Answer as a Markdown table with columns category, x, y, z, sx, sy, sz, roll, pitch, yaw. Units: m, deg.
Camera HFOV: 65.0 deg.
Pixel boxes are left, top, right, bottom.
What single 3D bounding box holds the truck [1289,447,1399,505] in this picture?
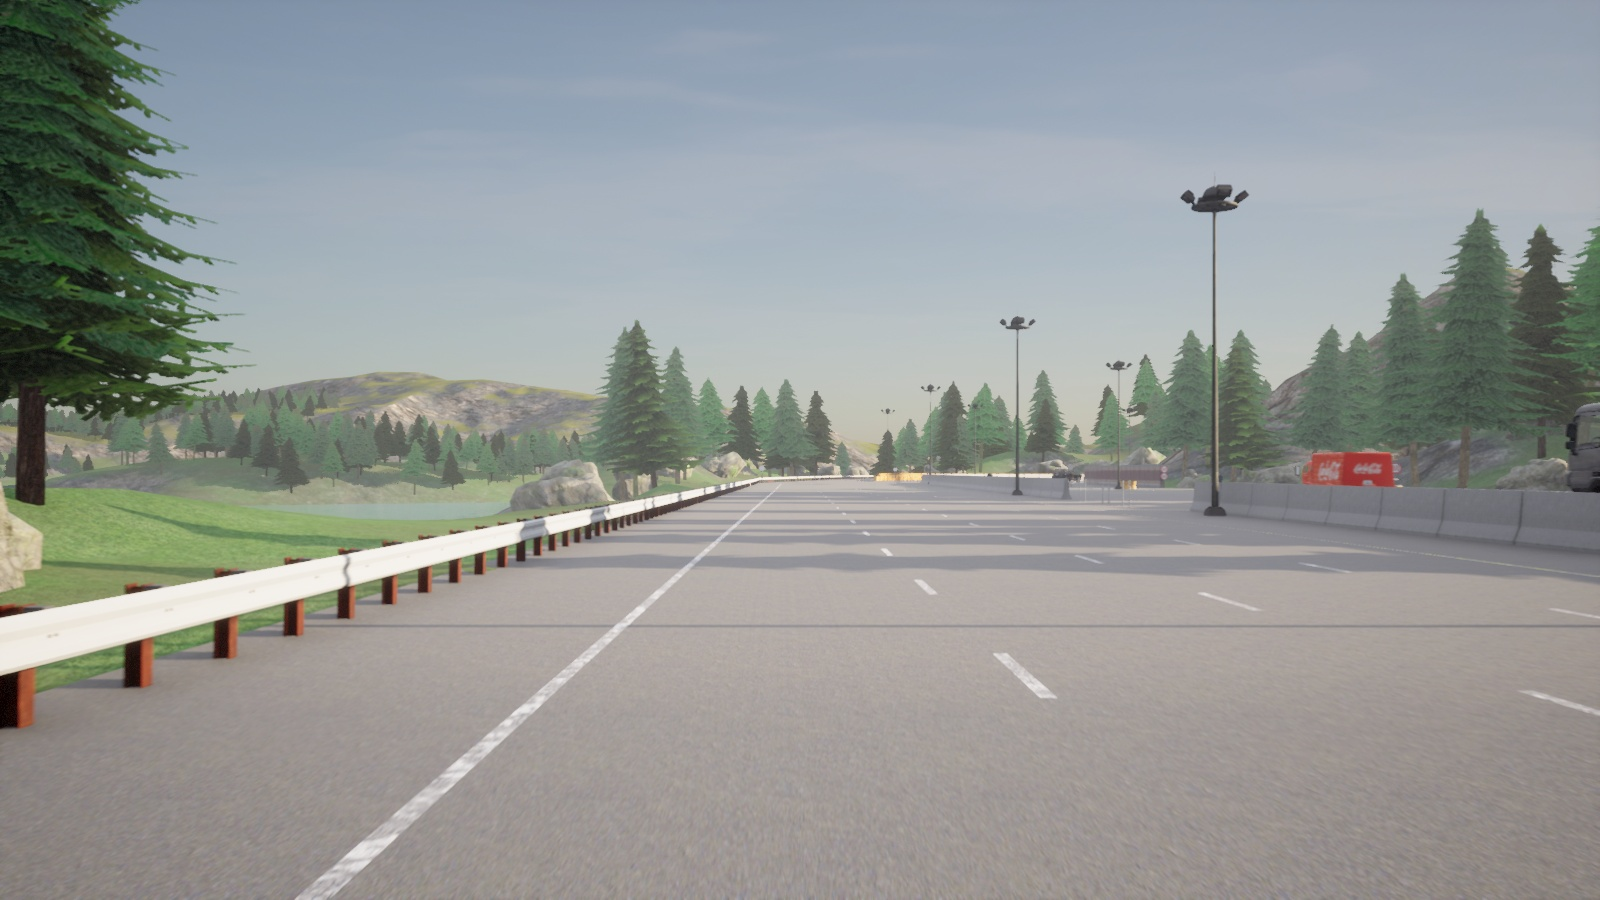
| category | x | y | z | sx | sy | sz | roll | pitch | yaw |
| --- | --- | --- | --- | --- | --- | --- | --- | --- | --- |
| truck | 24.366 | 1.169 | 56.512 | 2.627 | 2.467 | 5.204 | 0 | -1 | 0 |

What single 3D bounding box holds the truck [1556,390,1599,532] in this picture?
| category | x | y | z | sx | sy | sz | roll | pitch | yaw |
| --- | --- | --- | --- | --- | --- | --- | --- | --- | --- |
| truck | 20.929 | 0.223 | 28.328 | 2.891 | 3.462 | 7.936 | 0 | -1 | 0 |
